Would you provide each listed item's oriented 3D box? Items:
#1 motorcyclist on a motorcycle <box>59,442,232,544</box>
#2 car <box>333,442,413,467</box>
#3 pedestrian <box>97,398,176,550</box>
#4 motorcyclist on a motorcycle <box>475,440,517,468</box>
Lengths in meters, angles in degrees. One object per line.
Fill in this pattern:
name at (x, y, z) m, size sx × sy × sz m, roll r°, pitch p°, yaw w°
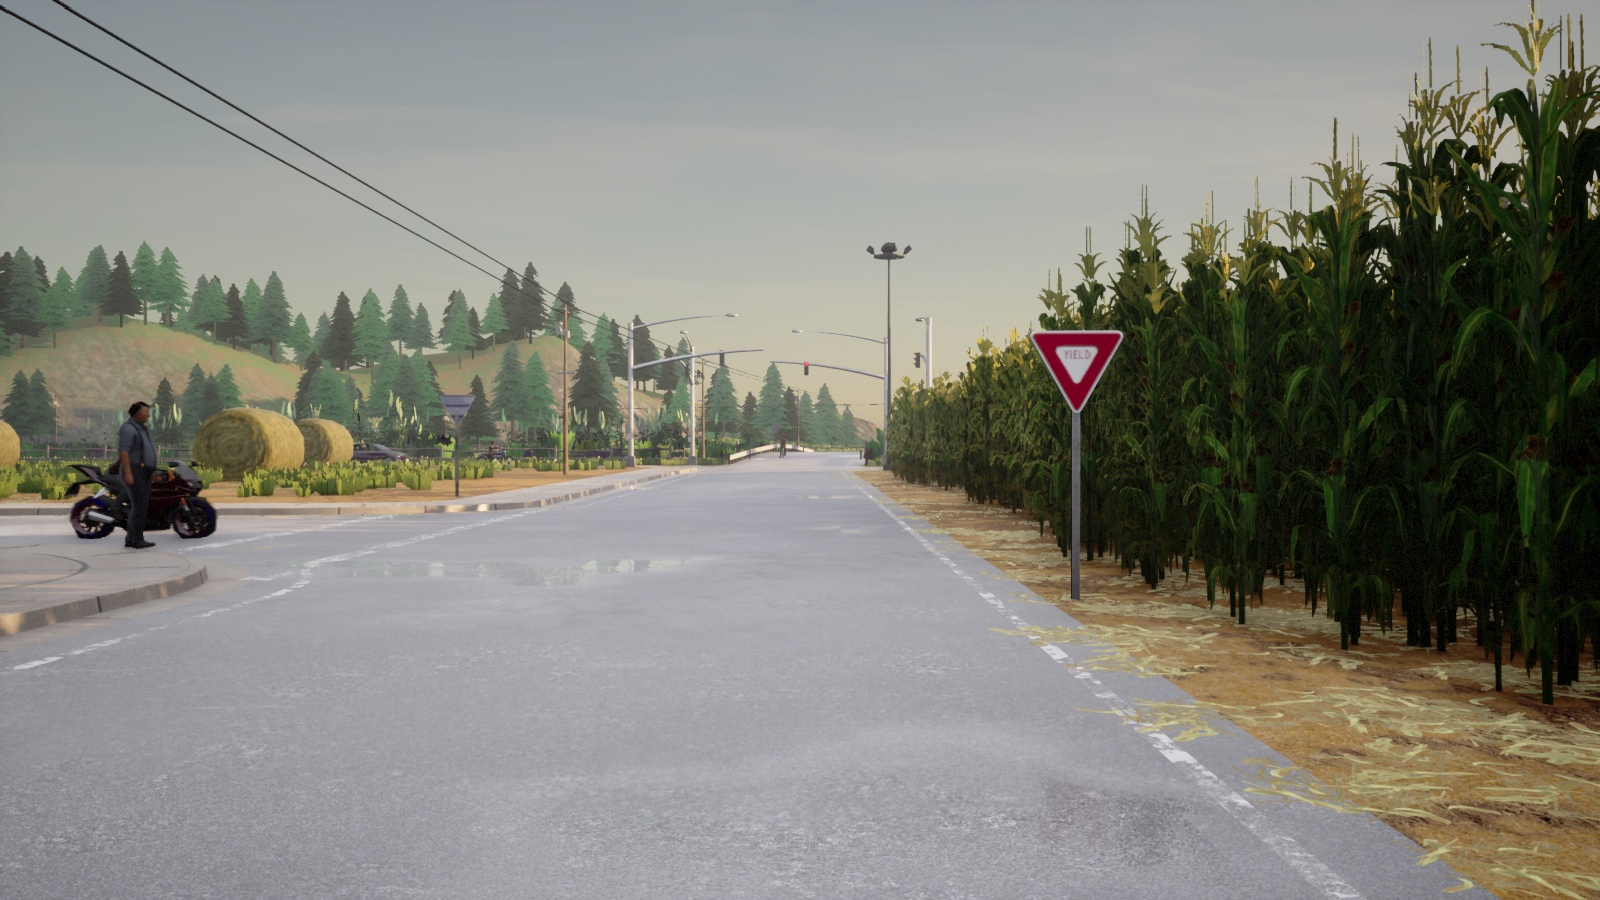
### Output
motorcyclist on a motorcycle at (-10.020, 0.638, 19.281) m, size 2.191 × 1.530 × 0.866 m, roll 0°, pitch 0°, yaw -1°
car at (-25.853, 0.275, 76.062) m, size 4.193 × 1.474 × 1.816 m, roll 0°, pitch 0°, yaw 3°
pedestrian at (-8.221, 0.287, 15.576) m, size 0.694 × 1.848 × 0.540 m, roll 0°, pitch 0°, yaw 1°
motorcyclist on a motorcycle at (-18.294, 0.220, 75.628) m, size 2.350 × 1.649 × 0.766 m, roll 0°, pitch 0°, yaw 3°
